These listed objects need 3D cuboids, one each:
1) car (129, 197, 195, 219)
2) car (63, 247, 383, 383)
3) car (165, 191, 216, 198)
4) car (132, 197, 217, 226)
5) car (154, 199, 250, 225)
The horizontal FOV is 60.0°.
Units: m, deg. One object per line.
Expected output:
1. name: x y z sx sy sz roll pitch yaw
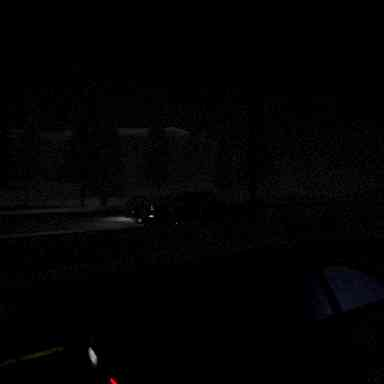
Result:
1. car: -2.349 1.225 26.476 4.892 1.490 1.837 -1 1 -27
2. car: 1.245 1.484 4.317 5.357 1.411 2.033 -1 1 -31
3. car: -0.712 0.958 23.413 5.566 2.045 2.150 -1 1 -26
4. car: -0.680 1.274 19.485 4.902 1.511 2.128 -1 1 -27
5. car: 0.912 1.304 16.370 4.892 1.490 1.837 -1 1 -27
